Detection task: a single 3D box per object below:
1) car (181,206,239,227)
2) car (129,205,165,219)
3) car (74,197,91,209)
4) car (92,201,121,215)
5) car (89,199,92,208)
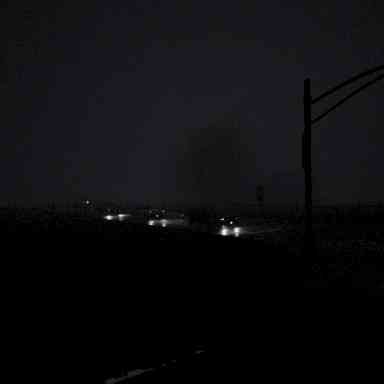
[{"bbox_3d":[1.235,1.838,25.799,2.033,1.411,5.357,-1,0,-36],"label":"car"},{"bbox_3d":[-4.646,2.030,34.000,1.895,1.301,4.718,-1,0,-35],"label":"car"},{"bbox_3d":[-20.415,2.027,62.271,2.150,2.045,5.566,-1,0,-36],"label":"car"},{"bbox_3d":[-10.728,2.078,42.480,1.837,1.490,4.892,-1,0,-35],"label":"car"},{"bbox_3d":[-14.354,2.153,53.836,2.128,1.511,4.902,-1,0,-35],"label":"car"}]
